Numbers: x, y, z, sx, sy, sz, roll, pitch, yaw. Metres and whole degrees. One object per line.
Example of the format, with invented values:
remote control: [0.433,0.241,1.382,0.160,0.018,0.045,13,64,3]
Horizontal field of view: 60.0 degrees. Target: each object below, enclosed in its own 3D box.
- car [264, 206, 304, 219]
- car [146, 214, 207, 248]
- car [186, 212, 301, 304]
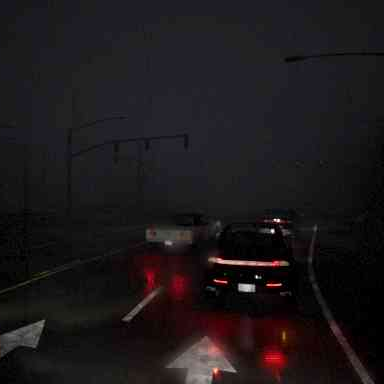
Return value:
car: [4.575,1.505,17.167,1.837,1.490,4.892,0,0,21]
car: [-0.122,1.601,14.443,1.895,1.301,4.718,0,0,19]
car: [1.526,1.491,8.279,2.128,1.511,4.902,0,0,13]
